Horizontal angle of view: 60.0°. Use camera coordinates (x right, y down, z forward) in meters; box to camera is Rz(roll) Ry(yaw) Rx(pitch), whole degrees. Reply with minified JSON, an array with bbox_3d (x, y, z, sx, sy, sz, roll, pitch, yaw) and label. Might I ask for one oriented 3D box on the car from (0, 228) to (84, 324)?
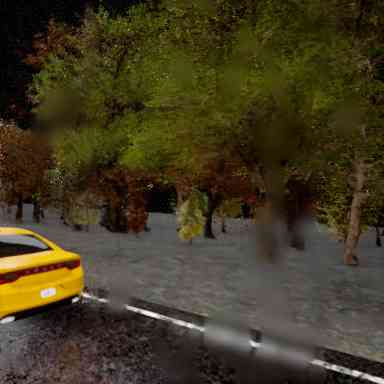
[{"bbox_3d":[-4.323,1.470,6.797,5.008,1.535,1.882,0,0,36],"label":"car"}]
